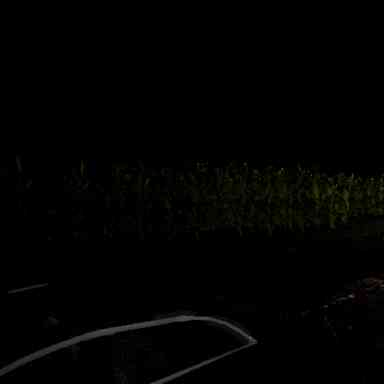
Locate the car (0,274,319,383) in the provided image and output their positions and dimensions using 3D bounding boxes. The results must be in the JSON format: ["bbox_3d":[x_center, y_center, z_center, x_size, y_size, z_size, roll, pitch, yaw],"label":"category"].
[{"bbox_3d":[-1.128,1.491,2.294,4.902,1.511,2.128,0,0,-36],"label":"car"}]
